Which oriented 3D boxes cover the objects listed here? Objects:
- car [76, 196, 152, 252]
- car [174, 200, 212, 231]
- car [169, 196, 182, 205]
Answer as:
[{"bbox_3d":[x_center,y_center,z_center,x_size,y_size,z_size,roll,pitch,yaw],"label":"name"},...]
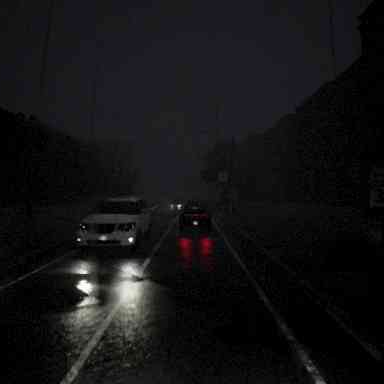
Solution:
[{"bbox_3d":[-3.028,1.227,14.171,2.150,2.045,5.566,0,0,0],"label":"car"},{"bbox_3d":[0.208,1.500,20.825,2.128,1.511,4.902,0,0,0],"label":"car"},{"bbox_3d":[-2.754,1.458,57.062,1.994,1.385,4.181,0,0,1],"label":"car"}]
